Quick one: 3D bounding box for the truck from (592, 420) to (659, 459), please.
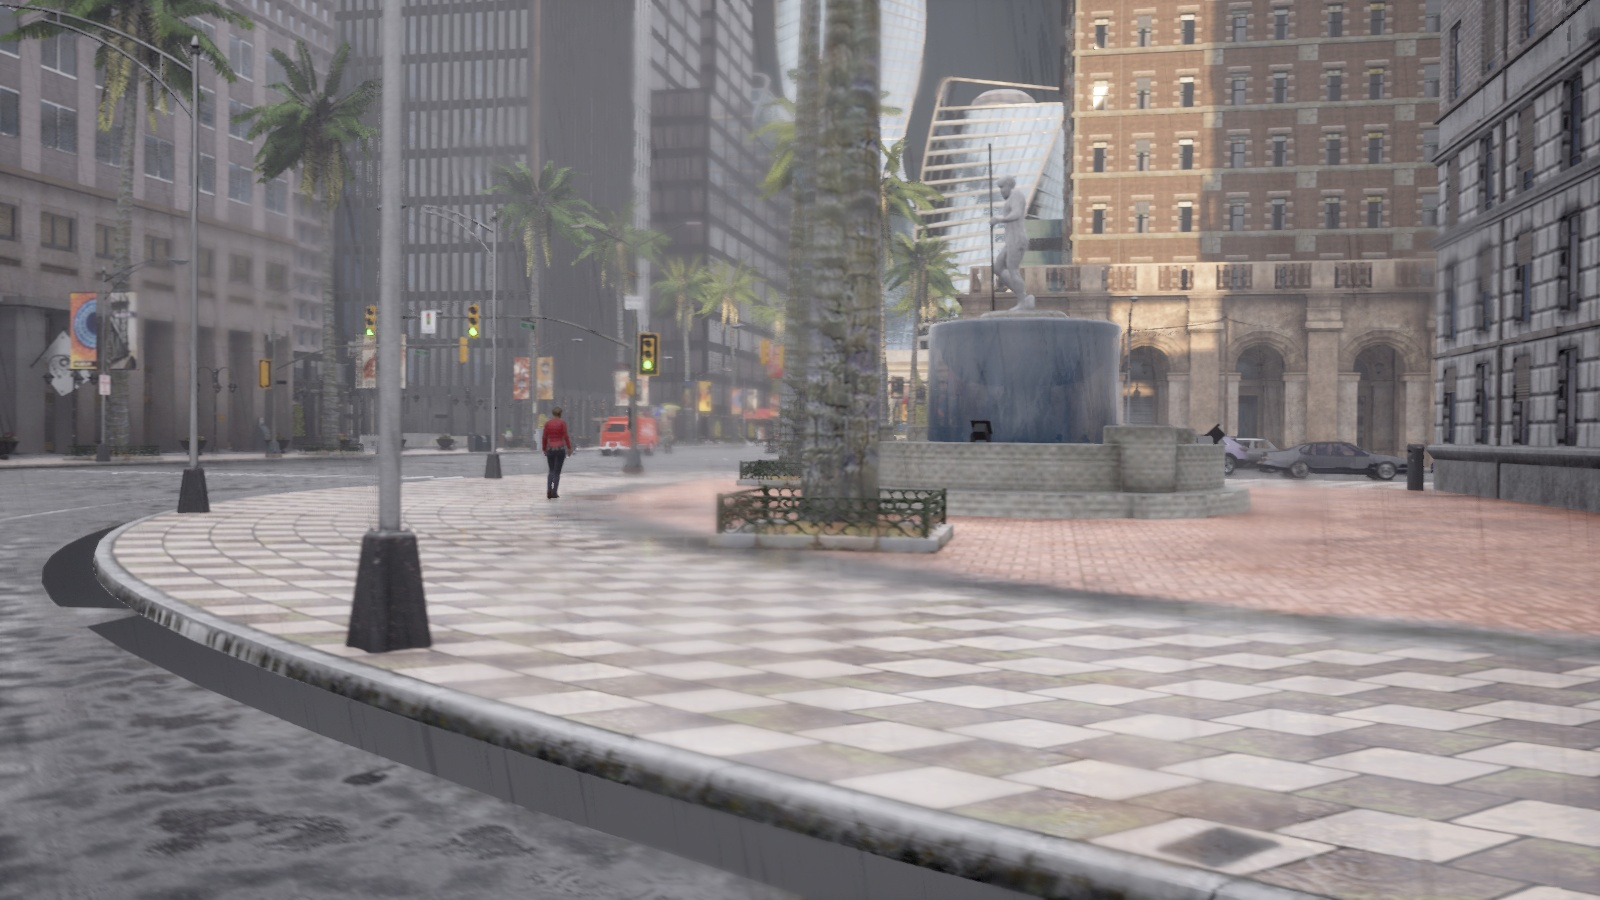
[{"bbox_3d":[-11.195,-0.691,80.937,2.627,2.467,5.204,0,1,12],"label":"truck"}]

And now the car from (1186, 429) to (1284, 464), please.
[{"bbox_3d":[18.841,-0.156,54.526,3.806,1.475,1.970,0,1,12],"label":"car"}]

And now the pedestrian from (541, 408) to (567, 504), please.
[{"bbox_3d":[-4.797,0.116,24.551,0.331,1.846,0.636,0,1,3],"label":"pedestrian"}]

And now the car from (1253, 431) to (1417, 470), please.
[{"bbox_3d":[19.987,0.010,47.116,5.357,1.411,2.033,0,1,11],"label":"car"}]

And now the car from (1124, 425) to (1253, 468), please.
[{"bbox_3d":[15.888,-0.131,51.560,4.856,1.649,2.033,-1,1,12],"label":"car"}]
